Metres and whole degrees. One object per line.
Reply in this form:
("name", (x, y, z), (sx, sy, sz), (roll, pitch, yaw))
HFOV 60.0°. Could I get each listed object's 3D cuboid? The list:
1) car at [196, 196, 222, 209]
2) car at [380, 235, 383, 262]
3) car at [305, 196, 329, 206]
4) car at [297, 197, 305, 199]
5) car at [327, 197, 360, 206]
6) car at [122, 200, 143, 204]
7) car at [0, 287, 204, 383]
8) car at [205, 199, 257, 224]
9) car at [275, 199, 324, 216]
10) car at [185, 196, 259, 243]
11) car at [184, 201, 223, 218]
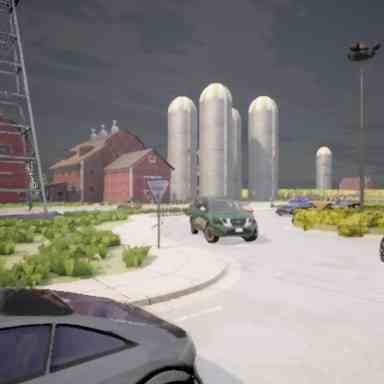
("car", (2.531, 1.547, 50.760), (1.905, 1.878, 3.866), (0, 0, -38))
("car", (7.883, 1.268, 10.073), (5.566, 2.045, 2.150), (-1, 0, -37))
("car", (18.709, 1.535, 46.543), (1.932, 1.855, 4.605), (0, 0, -38))
("car", (21.649, 1.794, 65.607), (2.242, 1.667, 4.611), (0, 0, -38))
("car", (18.991, 1.689, 40.368), (4.902, 1.511, 2.128), (0, 0, -37))
("car", (-7.769, 1.694, 42.041), (1.816, 1.474, 4.193), (0, 0, -38))
("car", (-1.914, 1.575, 2.533), (4.181, 1.385, 1.994), (0, 0, -38))
("car", (3.213, 1.477, 26.743), (2.097, 1.767, 4.553), (0, 0, 37))
("car", (10.864, 1.711, 34.132), (5.357, 1.411, 2.033), (0, 0, -38))
("car", (1.410, 1.301, 17.004), (2.150, 2.045, 5.566), (0, 0, -13))
("car", (1.065, 1.671, 32.612), (1.784, 1.438, 3.905), (0, 0, -38))
